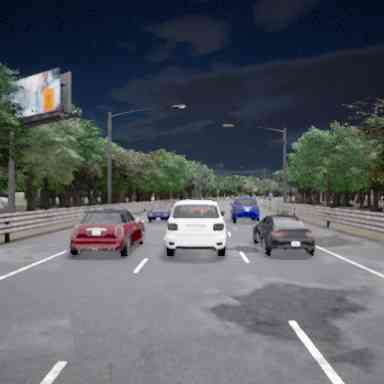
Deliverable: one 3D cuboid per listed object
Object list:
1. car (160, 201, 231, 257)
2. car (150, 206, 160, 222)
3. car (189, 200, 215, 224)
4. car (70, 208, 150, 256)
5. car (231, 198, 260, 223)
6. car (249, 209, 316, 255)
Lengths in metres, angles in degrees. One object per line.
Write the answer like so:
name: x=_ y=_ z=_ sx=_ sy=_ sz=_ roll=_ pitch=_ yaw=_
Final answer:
car: x=0.198 y=1.354 z=13.686 sx=2.150 sy=2.045 sz=5.566 roll=0 pitch=0 yaw=2
car: x=-2.542 y=1.891 z=28.793 sx=1.895 sy=1.301 sz=4.718 roll=0 pitch=-1 yaw=4
car: x=0.948 y=1.639 z=28.525 sx=2.097 sy=1.767 sz=4.553 roll=0 pitch=-1 yaw=4
car: x=-3.296 y=1.488 z=13.848 sx=2.097 sy=1.767 sz=4.553 roll=0 pitch=-1 yaw=2
car: x=4.435 y=1.503 z=28.233 sx=2.150 sy=2.045 sz=5.566 roll=0 pitch=0 yaw=4
car: x=3.715 y=1.667 z=13.937 sx=1.812 sy=1.442 sz=4.674 roll=0 pitch=0 yaw=2
